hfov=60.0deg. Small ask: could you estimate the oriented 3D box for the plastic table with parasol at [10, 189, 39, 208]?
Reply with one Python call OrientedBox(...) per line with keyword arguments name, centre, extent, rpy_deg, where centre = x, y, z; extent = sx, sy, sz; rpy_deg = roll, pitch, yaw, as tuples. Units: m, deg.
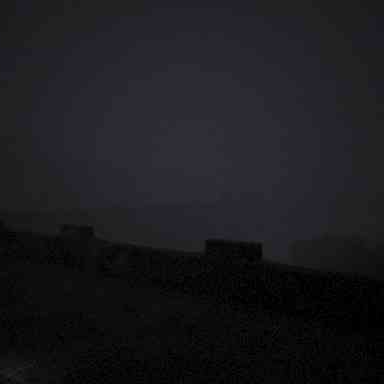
OrientedBox(name="plastic table with parasol", centre=(-21.720, 0.813, 43.179), extent=(2.482, 2.480, 2.482), rpy_deg=(0, 0, 35))
